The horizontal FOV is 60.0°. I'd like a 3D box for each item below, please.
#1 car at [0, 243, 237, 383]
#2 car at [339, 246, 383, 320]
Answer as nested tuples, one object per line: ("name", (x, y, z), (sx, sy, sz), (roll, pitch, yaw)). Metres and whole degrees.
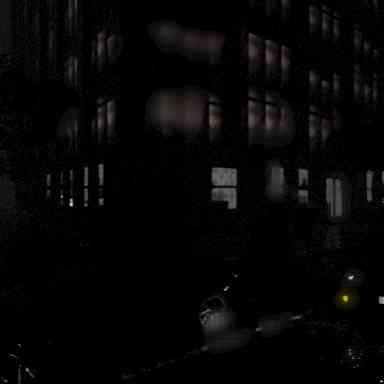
("car", (-1.184, 1.568, 5.256), (4.313, 1.339, 1.947), (0, 0, -36))
("car", (4.740, 1.570, 6.462), (4.181, 1.385, 1.994), (0, 0, -36))
